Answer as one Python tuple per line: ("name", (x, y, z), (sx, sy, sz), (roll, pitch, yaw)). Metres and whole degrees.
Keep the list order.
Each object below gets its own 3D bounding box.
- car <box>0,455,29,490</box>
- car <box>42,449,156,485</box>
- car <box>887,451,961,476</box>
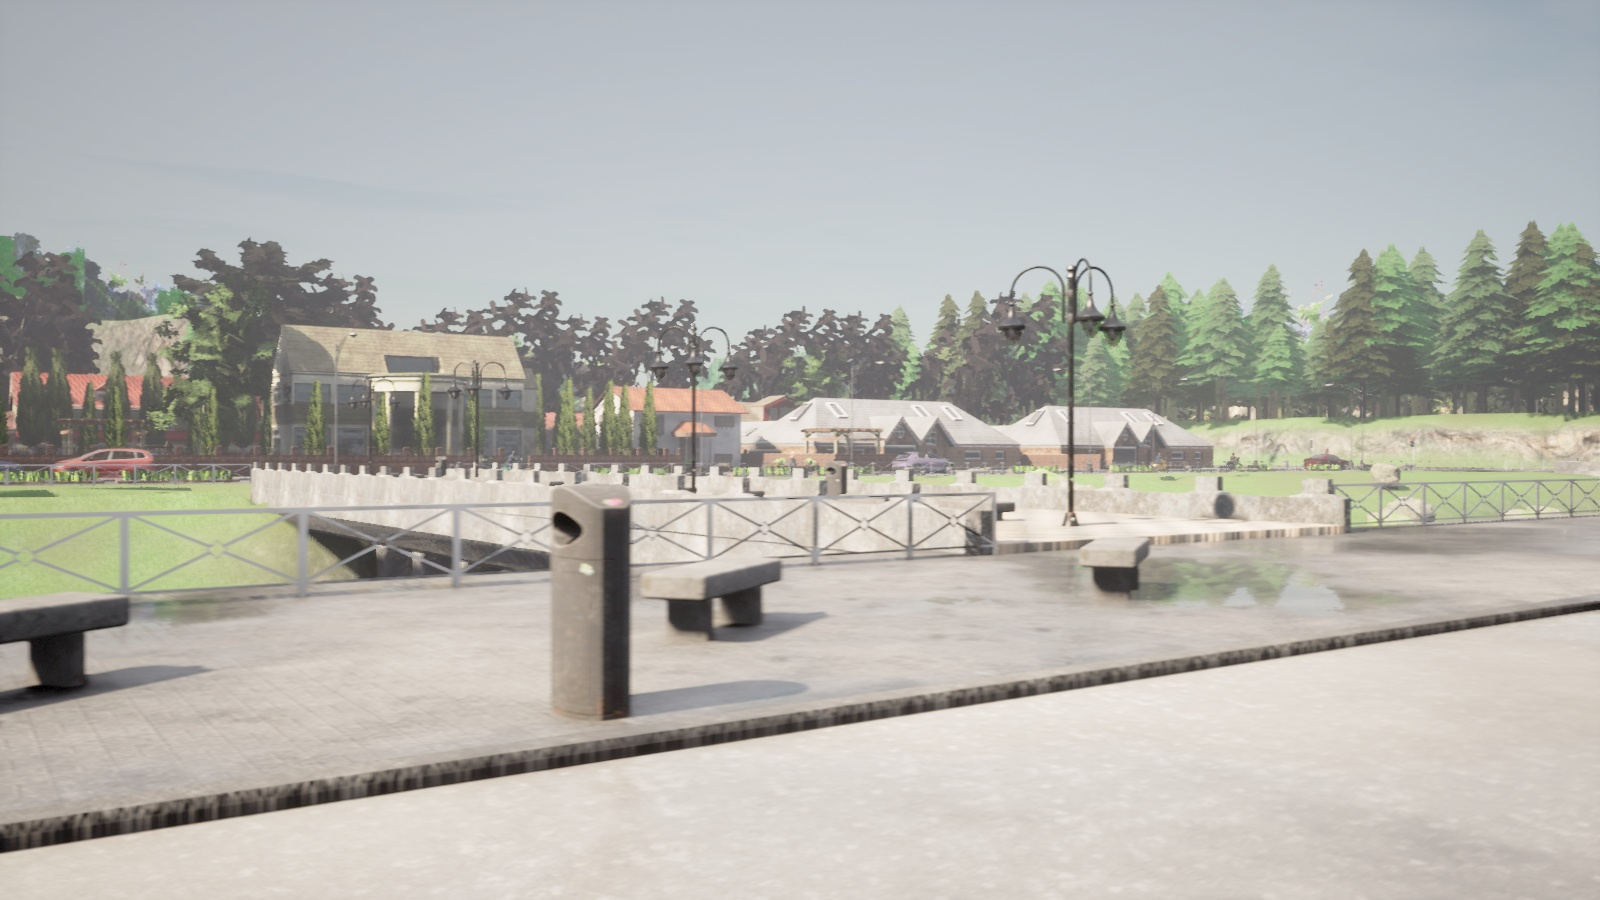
("car", (-35.685, 0.968, 54.586), (3.633, 1.501, 1.845), (0, 0, -35))
("car", (-33.863, 0.810, 60.728), (4.611, 1.667, 2.242), (0, 0, -35))
("car", (8.445, 0.870, 85.289), (4.856, 1.649, 2.033), (0, 0, -35))
